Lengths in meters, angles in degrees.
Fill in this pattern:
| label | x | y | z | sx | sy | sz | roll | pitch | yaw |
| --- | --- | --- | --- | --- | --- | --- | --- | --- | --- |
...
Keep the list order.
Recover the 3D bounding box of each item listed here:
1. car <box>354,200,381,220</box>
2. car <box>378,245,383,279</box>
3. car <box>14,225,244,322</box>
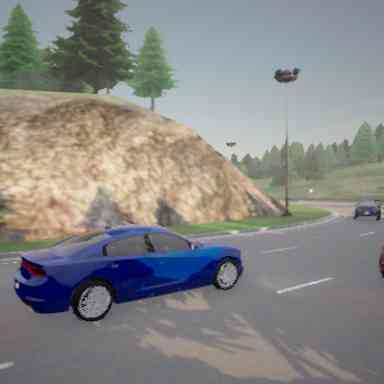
| label | x | y | z | sx | sy | sz | roll | pitch | yaw |
| --- | --- | --- | --- | --- | --- | --- | --- | --- | --- |
| car | 14.395 | 1.423 | 27.312 | 1.812 | 1.442 | 4.674 | 1 | 1 | 28 |
| car | 6.448 | 1.488 | 8.382 | 4.674 | 1.442 | 1.812 | 0 | 0 | -37 |
| car | -1.049 | 1.465 | 7.295 | 5.008 | 1.535 | 1.882 | 0 | 0 | -35 |
